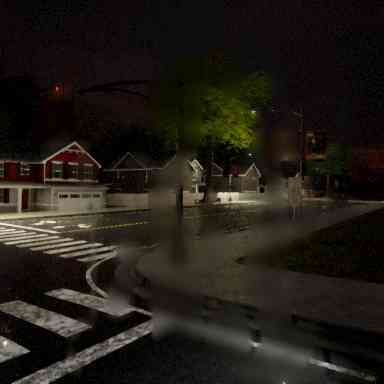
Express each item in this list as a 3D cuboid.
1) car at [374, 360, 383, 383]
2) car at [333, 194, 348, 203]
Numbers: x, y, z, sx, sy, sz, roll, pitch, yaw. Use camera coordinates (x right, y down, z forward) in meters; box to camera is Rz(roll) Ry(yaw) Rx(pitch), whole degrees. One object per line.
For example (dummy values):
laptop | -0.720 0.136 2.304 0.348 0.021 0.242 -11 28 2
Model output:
car | 3.380 1.506 1.268 4.892 1.490 1.837 0 0 36
car | 28.056 1.208 62.697 2.128 1.511 4.902 1 0 36
